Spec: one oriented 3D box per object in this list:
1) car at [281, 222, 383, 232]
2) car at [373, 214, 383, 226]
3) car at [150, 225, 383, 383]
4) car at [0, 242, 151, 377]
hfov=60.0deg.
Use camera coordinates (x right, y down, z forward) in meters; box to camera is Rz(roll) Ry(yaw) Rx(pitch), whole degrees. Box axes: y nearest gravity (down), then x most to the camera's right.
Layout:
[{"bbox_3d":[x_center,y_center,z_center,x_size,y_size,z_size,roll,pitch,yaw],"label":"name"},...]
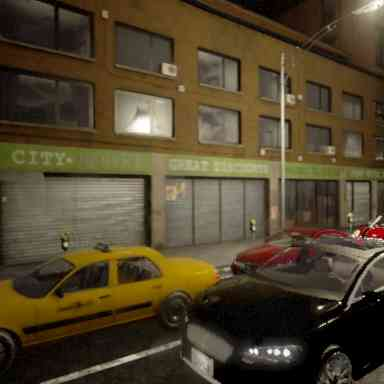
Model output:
[{"bbox_3d":[2.919,1.595,8.631,4.206,1.307,1.802,0,-1,-36],"label":"car"},{"bbox_3d":[7.390,1.464,11.830,4.097,1.590,1.967,0,-1,-36],"label":"car"},{"bbox_3d":[2.099,1.499,4.882,4.902,1.511,2.128,0,0,-36],"label":"car"},{"bbox_3d":[-1.692,1.528,5.336,4.829,1.417,1.752,0,-1,-36],"label":"car"}]
